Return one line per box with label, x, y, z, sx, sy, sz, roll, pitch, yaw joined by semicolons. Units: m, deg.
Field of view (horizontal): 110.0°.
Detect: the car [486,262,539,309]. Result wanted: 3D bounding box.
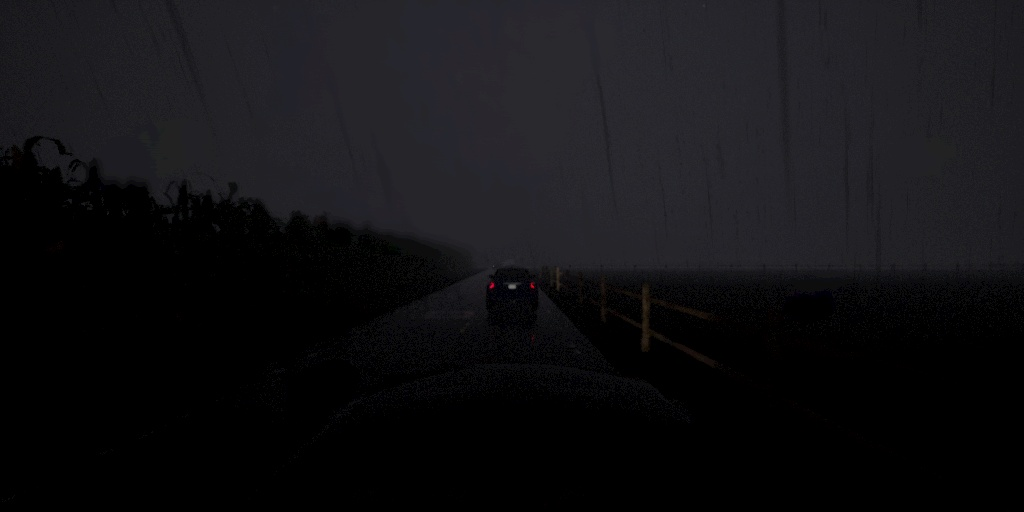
car;0.012;1.230;15.923;2.097;1.767;4.553;0;-1;0
